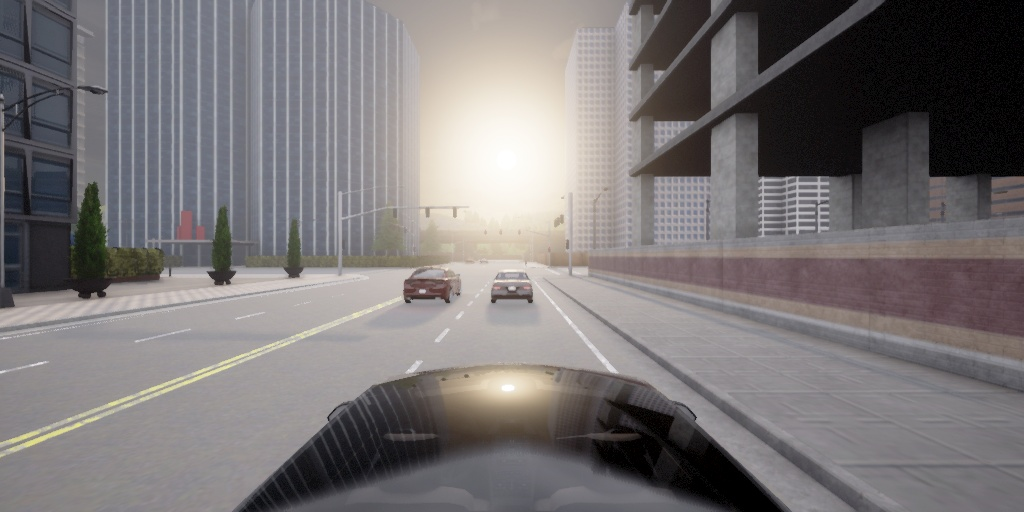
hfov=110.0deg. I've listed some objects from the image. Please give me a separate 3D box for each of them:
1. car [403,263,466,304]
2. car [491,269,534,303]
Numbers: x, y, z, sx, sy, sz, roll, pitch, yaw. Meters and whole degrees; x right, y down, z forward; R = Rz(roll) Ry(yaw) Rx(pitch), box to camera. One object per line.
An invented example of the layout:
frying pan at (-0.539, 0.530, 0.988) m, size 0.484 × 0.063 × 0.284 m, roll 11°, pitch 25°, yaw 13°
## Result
car at (-3.500, 1.234, 16.500) m, size 1.882 × 1.535 × 5.008 m, roll 0°, pitch 0°, yaw 0°
car at (0.000, 1.312, 16.500) m, size 2.033 × 1.411 × 5.357 m, roll 0°, pitch 0°, yaw 0°
